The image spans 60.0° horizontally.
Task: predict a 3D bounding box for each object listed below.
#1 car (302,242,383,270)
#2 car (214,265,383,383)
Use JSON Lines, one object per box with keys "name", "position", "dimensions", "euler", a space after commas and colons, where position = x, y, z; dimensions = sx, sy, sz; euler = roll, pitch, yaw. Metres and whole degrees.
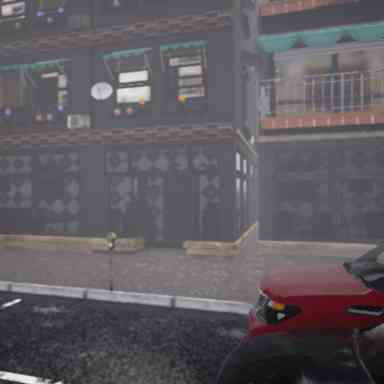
{"name": "car", "position": [3.201, 1.344, 3.842], "dimensions": [5.009, 1.841, 2.192], "euler": [0, -1, 15]}
{"name": "car", "position": [2.488, 1.523, 2.101], "dimensions": [4.892, 1.490, 1.837], "euler": [0, 0, 15]}
